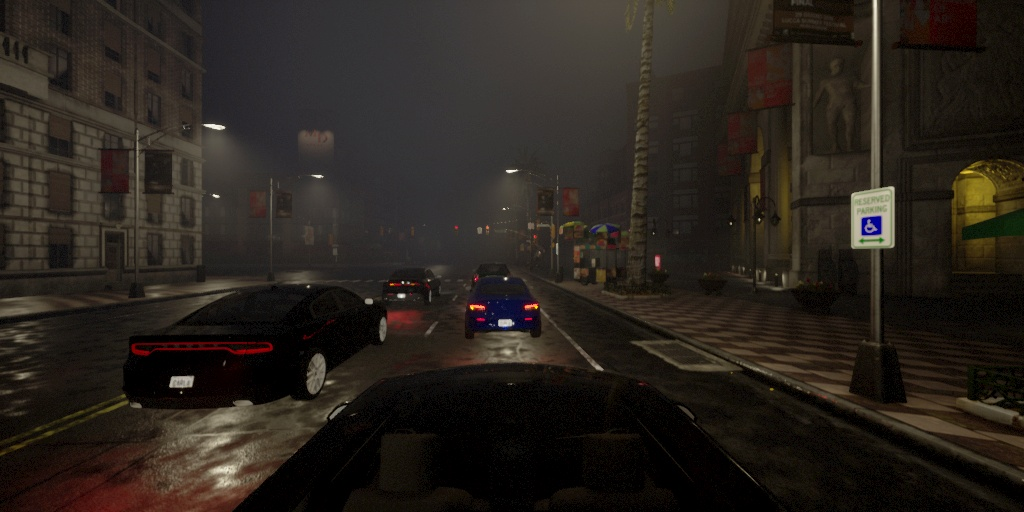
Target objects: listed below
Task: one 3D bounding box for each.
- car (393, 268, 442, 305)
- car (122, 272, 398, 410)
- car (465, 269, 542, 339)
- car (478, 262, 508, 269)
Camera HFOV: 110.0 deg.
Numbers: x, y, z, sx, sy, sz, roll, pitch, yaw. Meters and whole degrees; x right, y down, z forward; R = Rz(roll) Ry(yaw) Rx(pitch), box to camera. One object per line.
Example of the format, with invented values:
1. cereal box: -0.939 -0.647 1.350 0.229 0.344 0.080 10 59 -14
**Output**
1. car: -4.305 1.252 15.882 1.837 1.490 4.892 0 0 -4
2. car: -3.738 1.227 6.402 1.882 1.535 5.008 0 0 -3
3. car: -0.325 1.274 10.003 1.812 1.442 4.674 0 0 -4
4. car: -1.022 1.098 18.900 2.097 1.767 4.553 0 0 -4
